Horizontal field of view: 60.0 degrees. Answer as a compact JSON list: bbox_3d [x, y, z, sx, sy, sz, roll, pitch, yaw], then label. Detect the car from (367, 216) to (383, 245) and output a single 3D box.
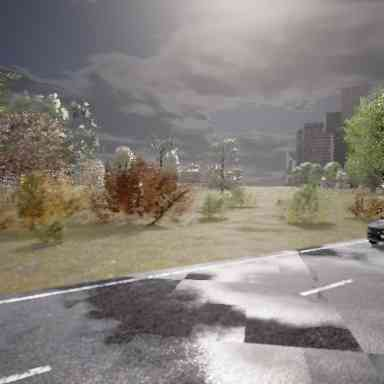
[{"bbox_3d":[9.586,1.471,14.493,5.008,1.535,1.882,0,0,-35],"label":"car"}]
